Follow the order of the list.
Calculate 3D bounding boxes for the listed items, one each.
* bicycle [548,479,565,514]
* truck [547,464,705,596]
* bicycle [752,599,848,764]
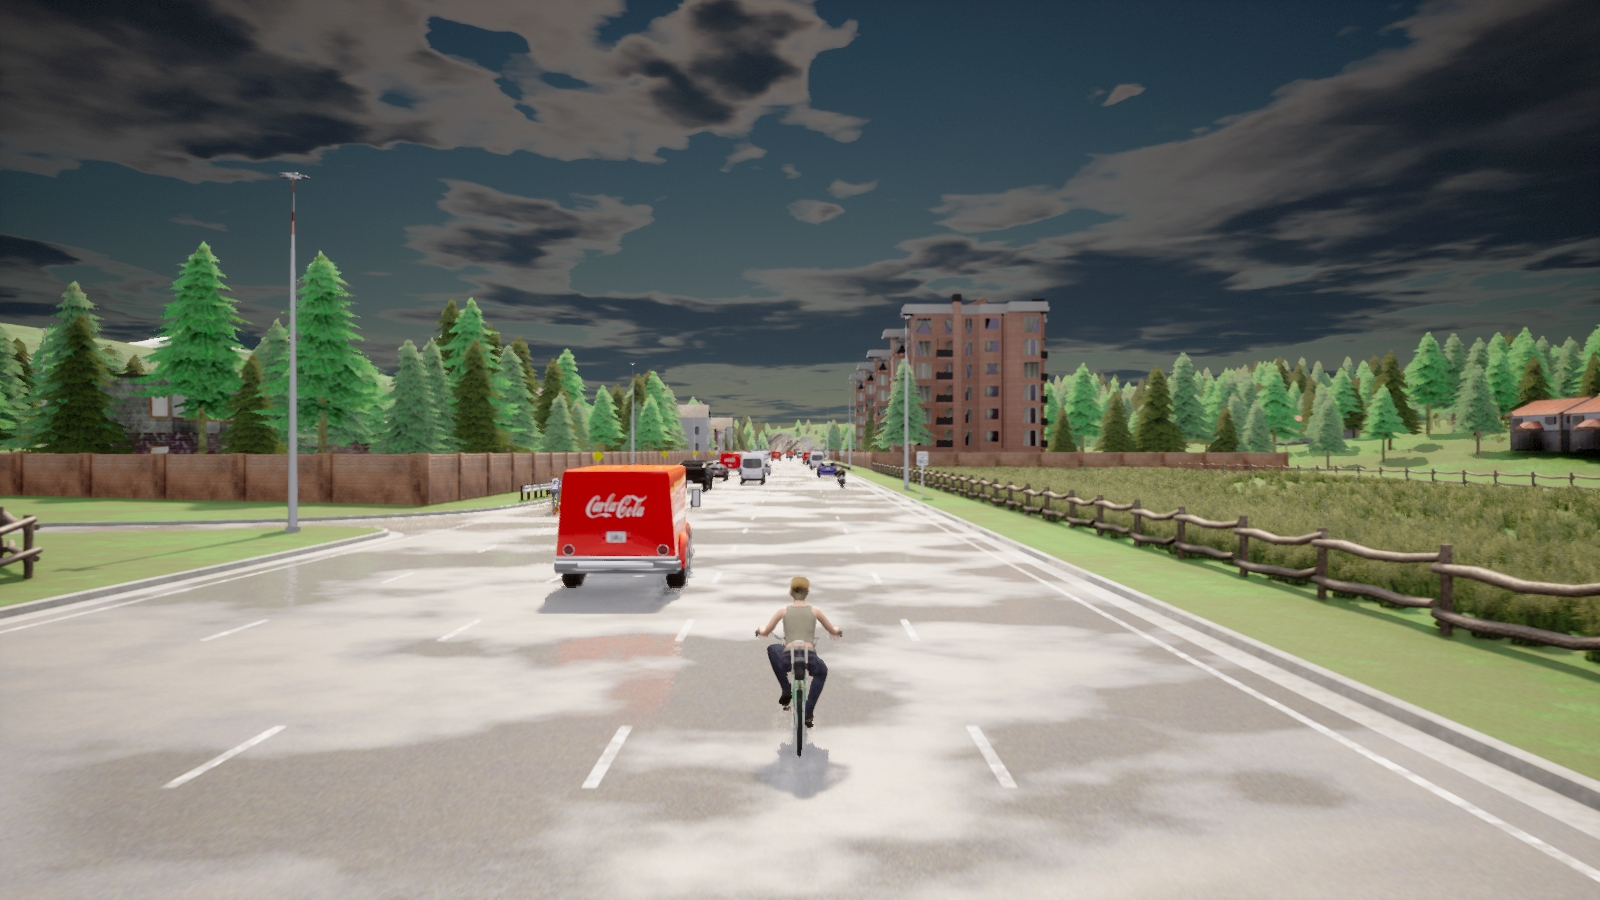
[{"bbox_3d":[-10.771,2.057,50.592,0.373,1.496,1.643,0,0,0],"label":"bicycle"},{"bbox_3d":[-3.576,1.571,24.670,2.627,2.467,5.204,0,0,0],"label":"truck"},{"bbox_3d":[-0.007,2.158,10.925,0.859,1.276,1.487,0,0,-1],"label":"bicycle"}]
